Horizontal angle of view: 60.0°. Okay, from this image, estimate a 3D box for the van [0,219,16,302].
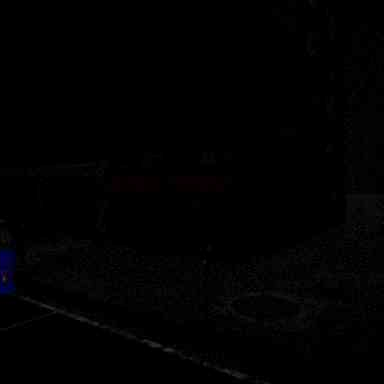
[{"bbox_3d":[-5.310,1.341,6.876,3.998,1.788,1.690,0,0,36],"label":"van"}]
